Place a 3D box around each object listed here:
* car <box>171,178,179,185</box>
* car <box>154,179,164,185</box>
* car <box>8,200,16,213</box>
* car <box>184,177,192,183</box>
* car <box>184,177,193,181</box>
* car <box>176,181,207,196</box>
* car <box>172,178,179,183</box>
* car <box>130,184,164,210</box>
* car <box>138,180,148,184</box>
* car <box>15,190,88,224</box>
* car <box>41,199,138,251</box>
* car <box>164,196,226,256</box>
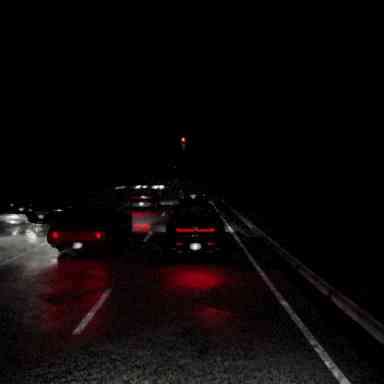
[{"bbox_3d":[-4.092,-2.583,83.038,1.812,1.442,4.674,0,3,-2],"label":"car"},{"bbox_3d":[-7.299,-2.094,73.808,2.128,1.511,4.902,0,3,-1],"label":"car"},{"bbox_3d":[-10.568,0.563,23.245,2.033,1.411,5.357,0,3,0],"label":"car"},{"bbox_3d":[-1.087,-3.369,93.226,2.097,1.767,4.553,0,3,-3],"label":"car"},{"bbox_3d":[-0.593,-2.581,83.138,1.812,1.442,4.674,0,3,-2],"label":"car"},{"bbox_3d":[0.086,0.251,25.503,2.097,1.767,4.553,0,3,0],"label":"car"},{"bbox_3d":[-4.583,-3.191,93.064,1.812,1.442,4.674,0,3,-3],"label":"car"},{"bbox_3d":[-3.412,0.438,24.846,1.837,1.490,4.892,0,3,0],"label":"car"},{"bbox_3d":[-10.797,-2.014,73.621,1.895,1.301,4.718,0,3,-1],"label":"car"},{"bbox_3d":[-7.091,0.778,18.058,2.128,1.511,4.902,0,3,0],"label":"car"},{"bbox_3d":[-3.406,1.197,12.131,1.895,1.301,4.718,0,3,0],"label":"car"},{"bbox_3d":[0.093,1.130,11.551,1.837,1.490,4.892,0,3,0],"label":"car"}]
